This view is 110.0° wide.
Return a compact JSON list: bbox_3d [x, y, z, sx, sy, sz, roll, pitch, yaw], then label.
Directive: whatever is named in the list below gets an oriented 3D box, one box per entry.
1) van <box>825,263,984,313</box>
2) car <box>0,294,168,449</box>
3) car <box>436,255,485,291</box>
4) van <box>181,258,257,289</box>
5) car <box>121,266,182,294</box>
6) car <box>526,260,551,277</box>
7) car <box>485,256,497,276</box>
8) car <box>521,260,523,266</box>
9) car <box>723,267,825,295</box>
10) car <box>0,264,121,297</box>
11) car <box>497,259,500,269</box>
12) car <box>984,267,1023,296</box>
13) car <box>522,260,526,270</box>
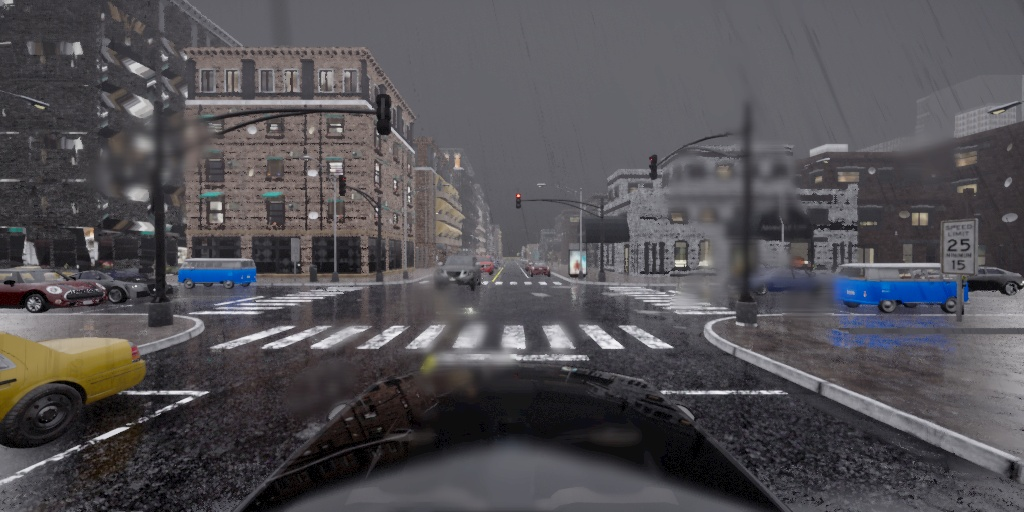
[{"bbox_3d":[14.648,1.156,13.548,3.998,1.789,1.690,0,0,0],"label":"van"},{"bbox_3d":[-5.692,1.275,2.598,1.751,1.417,4.829,0,0,0],"label":"car"},{"bbox_3d":[-3.108,0.939,21.873,2.150,2.045,5.566,0,0,0],"label":"car"},{"bbox_3d":[-17.778,1.030,21.666,3.998,1.789,1.690,0,0,0],"label":"van"},{"bbox_3d":[-17.743,1.296,15.869,4.181,1.385,1.994,0,0,-1],"label":"car"},{"bbox_3d":[2.668,1.195,35.241,1.967,1.591,4.097,0,0,0],"label":"car"},{"bbox_3d":[-3.125,0.979,38.518,2.150,2.045,5.566,0,0,0],"label":"car"},{"bbox_3d":[2.656,1.321,52.331,2.007,1.370,4.403,0,0,0],"label":"car"},{"bbox_3d":[14.498,1.320,19.334,5.357,1.411,2.033,0,0,-1],"label":"car"},{"bbox_3d":[-17.730,1.190,13.286,4.097,1.591,1.967,0,0,0],"label":"car"},{"bbox_3d":[-3.127,1.296,52.611,1.812,1.442,4.674,0,0,0],"label":"car"},{"bbox_3d":[24.423,1.290,19.411,4.902,1.511,2.128,0,0,0],"label":"car"},{"bbox_3d":[2.660,1.347,46.634,1.802,1.307,4.207,0,0,0],"label":"car"}]
